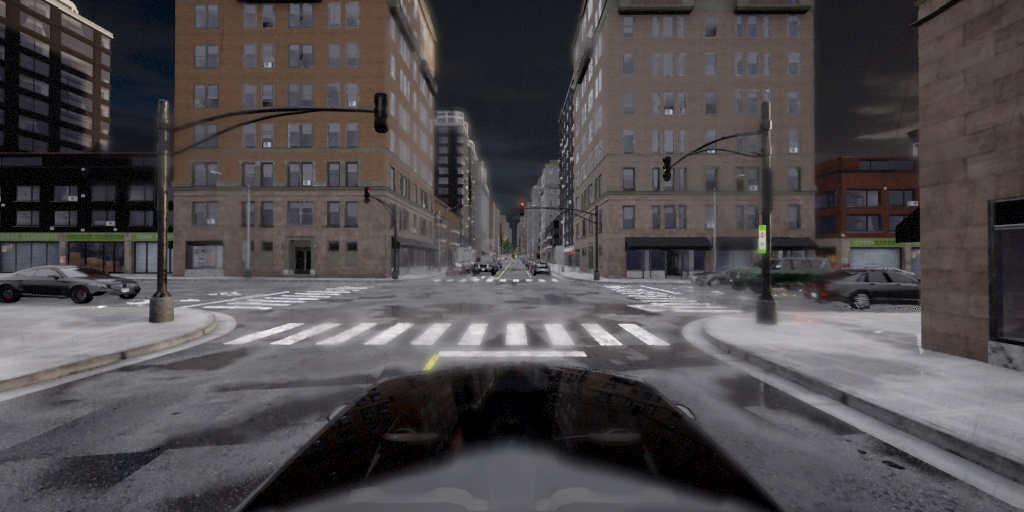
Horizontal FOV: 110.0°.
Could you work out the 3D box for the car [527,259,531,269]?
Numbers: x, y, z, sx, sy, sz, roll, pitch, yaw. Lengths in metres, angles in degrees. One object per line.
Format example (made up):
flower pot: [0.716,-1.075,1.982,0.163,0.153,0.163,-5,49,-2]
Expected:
car: [3.033,1.297,41.749,1.888,1.381,4.507,0,0,1]

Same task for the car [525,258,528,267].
car: [3.100,1.302,47.279,2.007,1.370,4.403,0,0,1]

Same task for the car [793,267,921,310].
car: [14.472,1.314,14.302,4.892,1.490,1.837,0,-1,0]

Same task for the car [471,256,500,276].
car: [-2.784,0.976,37.826,2.150,2.045,5.566,0,0,1]

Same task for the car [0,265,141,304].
car: [-17.929,1.106,14.506,4.674,1.442,1.812,0,-1,1]

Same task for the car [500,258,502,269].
car: [-2.661,1.258,47.914,1.837,1.490,4.892,0,0,1]

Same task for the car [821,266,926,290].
car: [24.229,1.464,24.189,4.902,1.511,2.128,0,-1,0]

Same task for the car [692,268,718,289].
car: [14.824,1.402,24.245,4.902,1.511,2.128,0,-1,2]

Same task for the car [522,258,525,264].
car: [3.303,1.315,63.870,1.948,1.339,4.313,0,0,1]

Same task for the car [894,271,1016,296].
car: [25.716,1.551,20.933,4.718,1.301,1.895,0,-1,0]

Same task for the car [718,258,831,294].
car: [15.614,1.105,20.998,5.566,2.045,2.150,0,-1,0]

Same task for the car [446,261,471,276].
car: [-5.561,1.335,36.319,1.802,1.307,4.207,0,0,1]

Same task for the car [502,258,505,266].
car: [-2.525,1.352,58.170,1.895,1.301,4.718,0,0,1]

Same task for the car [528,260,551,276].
car: [2.965,1.318,36.219,1.948,1.339,4.313,0,0,1]
